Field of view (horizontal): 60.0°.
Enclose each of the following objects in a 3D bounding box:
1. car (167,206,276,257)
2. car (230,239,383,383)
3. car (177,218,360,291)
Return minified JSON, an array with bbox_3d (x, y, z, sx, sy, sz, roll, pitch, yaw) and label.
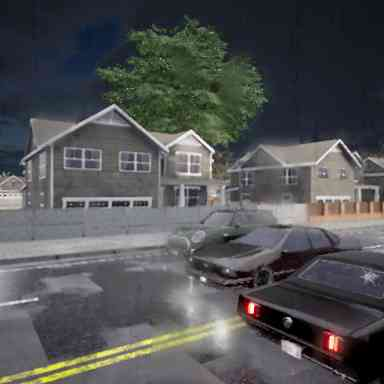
[{"bbox_3d":[1.344,1.417,12.121,4.553,1.767,2.097,0,0,-33],"label":"car"},{"bbox_3d":[3.070,1.636,5.250,4.718,1.301,1.895,0,0,-33],"label":"car"},{"bbox_3d":[2.486,1.599,8.986,5.357,1.411,2.033,0,0,-33],"label":"car"}]
